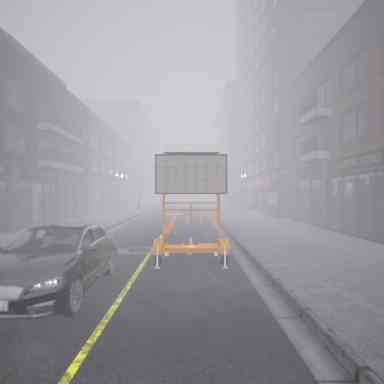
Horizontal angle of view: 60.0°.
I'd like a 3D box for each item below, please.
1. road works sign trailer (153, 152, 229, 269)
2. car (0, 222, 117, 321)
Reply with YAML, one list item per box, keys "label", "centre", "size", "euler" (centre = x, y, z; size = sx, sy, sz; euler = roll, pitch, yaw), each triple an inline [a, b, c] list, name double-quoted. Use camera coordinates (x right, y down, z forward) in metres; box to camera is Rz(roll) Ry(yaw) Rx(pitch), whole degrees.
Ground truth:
- label: "road works sign trailer"
  centre: [-0.027, 0.467, 11.172]
  size: [2.380, 3.560, 2.880]
  euler: [0, 0, 0]
- label: "car"
  centre: [-3.023, 1.492, 7.581]
  size: [2.128, 1.511, 4.902]
  euler: [0, 0, 0]
